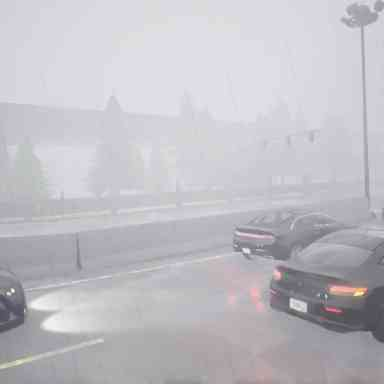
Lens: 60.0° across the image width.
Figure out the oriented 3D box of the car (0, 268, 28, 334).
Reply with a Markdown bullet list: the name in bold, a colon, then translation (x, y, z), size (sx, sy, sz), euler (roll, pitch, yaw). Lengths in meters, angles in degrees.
- **car**: translation (-4.673, 1.563, 4.718), size (4.181, 1.385, 1.994), euler (0, 0, -36)

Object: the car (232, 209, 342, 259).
- **car**: translation (3.457, 1.305, 10.557), size (4.902, 1.511, 2.128), euler (-3, 2, -36)

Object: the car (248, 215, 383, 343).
- **car**: translation (3.415, 1.426, 6.212), size (4.674, 1.442, 1.812), euler (-2, 1, -36)

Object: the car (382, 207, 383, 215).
- **car**: translation (10.947, 0.821, 15.953), size (4.892, 1.490, 1.837), euler (-4, 2, -36)
